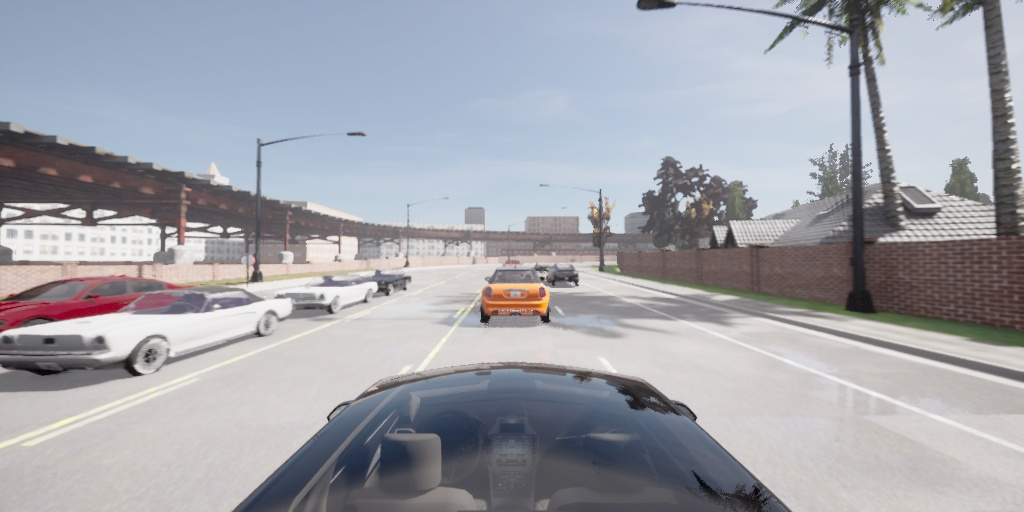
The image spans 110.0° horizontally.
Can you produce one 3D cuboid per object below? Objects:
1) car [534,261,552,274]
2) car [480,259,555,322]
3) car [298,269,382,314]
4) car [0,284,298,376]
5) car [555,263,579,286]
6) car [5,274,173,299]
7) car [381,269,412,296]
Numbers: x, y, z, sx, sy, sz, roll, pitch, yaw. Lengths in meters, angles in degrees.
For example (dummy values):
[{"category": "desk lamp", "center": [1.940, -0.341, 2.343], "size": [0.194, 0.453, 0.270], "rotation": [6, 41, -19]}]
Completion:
[{"category": "car", "center": [3.684, 1.356, 43.467], "size": [1.895, 1.301, 4.718], "rotation": [0, 0, 2]}, {"category": "car", "center": [0.102, 1.127, 12.544], "size": [2.097, 1.767, 4.553], "rotation": [0, 0, 0]}, {"category": "car", "center": [-6.997, 1.378, 14.011], "size": [1.895, 1.301, 4.718], "rotation": [0, 0, 0]}, {"category": "car", "center": [-7.012, 1.371, 7.646], "size": [1.895, 1.301, 4.718], "rotation": [0, 0, 0]}, {"category": "car", "center": [3.554, 1.262, 25.562], "size": [2.128, 1.511, 4.902], "rotation": [0, 0, 1]}, {"category": "car", "center": [-10.547, 1.251, 8.917], "size": [1.882, 1.535, 5.008], "rotation": [0, 0, 1]}, {"category": "car", "center": [-6.996, 1.376, 19.605], "size": [1.895, 1.301, 4.718], "rotation": [0, 0, 0]}]
